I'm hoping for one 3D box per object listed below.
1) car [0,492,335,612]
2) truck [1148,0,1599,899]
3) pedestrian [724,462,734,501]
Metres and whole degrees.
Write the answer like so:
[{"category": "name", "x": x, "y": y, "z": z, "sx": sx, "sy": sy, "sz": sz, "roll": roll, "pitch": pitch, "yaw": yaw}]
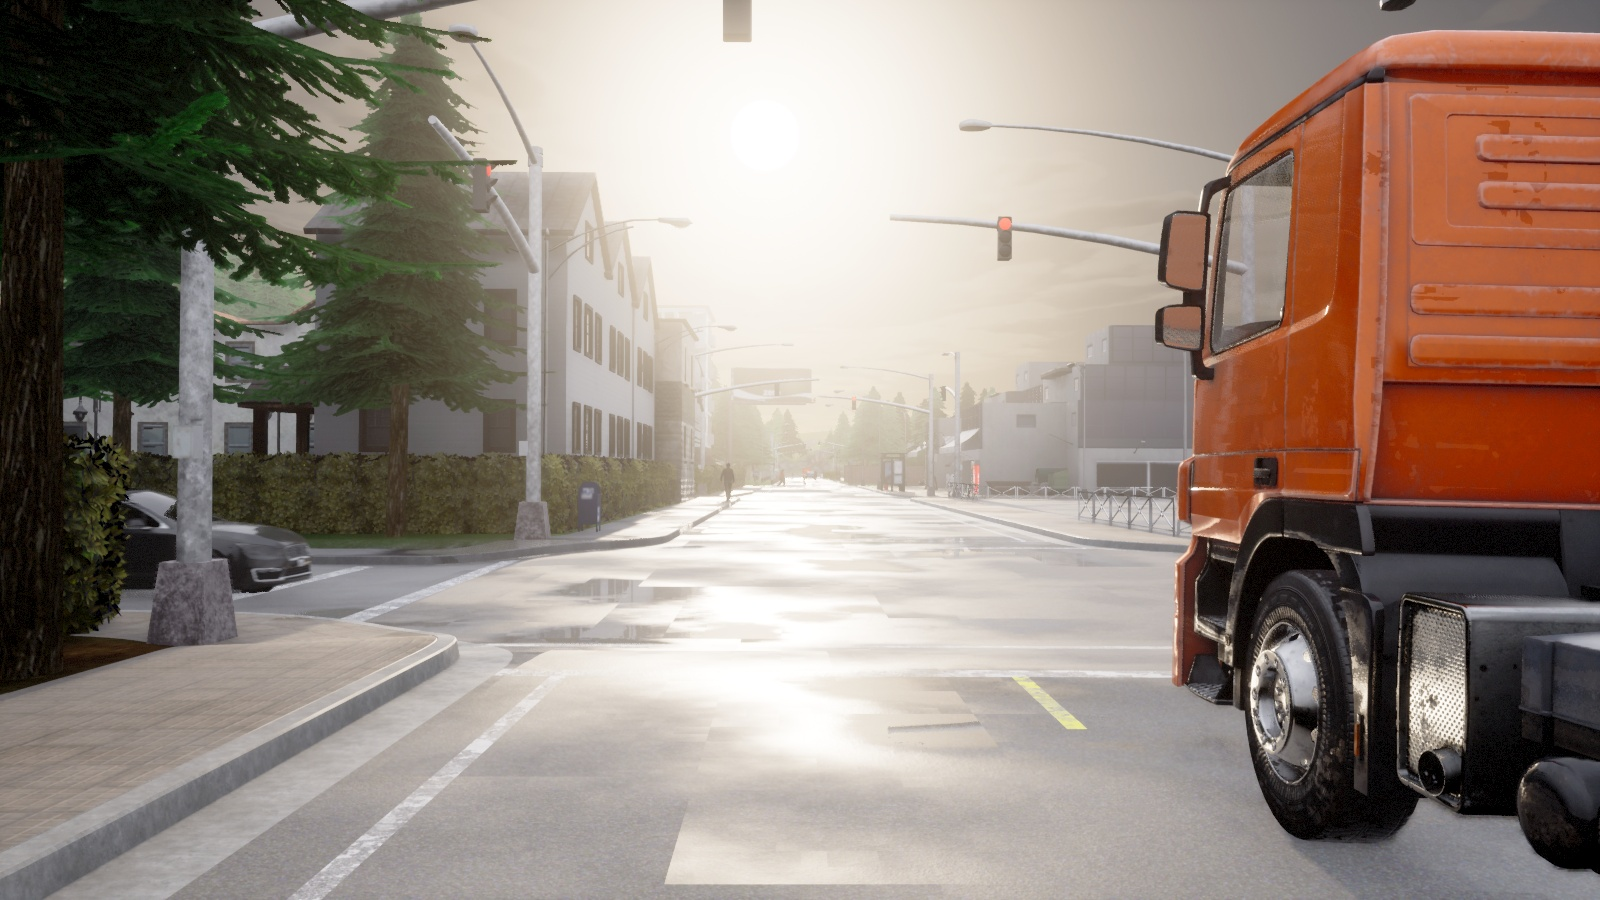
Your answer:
[{"category": "car", "x": -9.049, "y": 1.331, "z": 16.905, "sx": 4.892, "sy": 1.490, "sz": 1.837, "roll": 0, "pitch": -1, "yaw": 0}, {"category": "truck", "x": 3.468, "y": -0.063, "z": 3.129, "sx": 2.891, "sy": 3.462, "sz": 7.936, "roll": 1, "pitch": 0, "yaw": 0}, {"category": "pedestrian", "x": -3.308, "y": 1.463, "z": 58.366, "sx": 0.431, "sy": 1.840, "sz": 0.703, "roll": 0, "pitch": -1, "yaw": 0}]
